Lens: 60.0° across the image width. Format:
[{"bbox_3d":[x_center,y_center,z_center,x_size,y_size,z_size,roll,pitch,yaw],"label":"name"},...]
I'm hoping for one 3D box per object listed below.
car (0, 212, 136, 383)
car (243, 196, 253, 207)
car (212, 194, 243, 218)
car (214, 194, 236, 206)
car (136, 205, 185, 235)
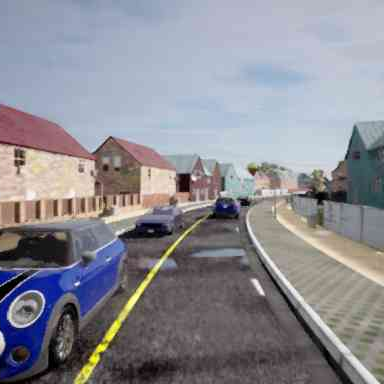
[{"bbox_3d":[-2.581,1.324,5.737,2.097,1.767,4.553,0,0,3],"label":"car"},{"bbox_3d":[6.863,1.159,43.836,1.994,1.385,4.181,0,1,16],"label":"car"},{"bbox_3d":[2.929,1.133,27.769,2.097,1.767,4.553,0,1,10],"label":"car"},{"bbox_3d":[4.783,1.040,47.078,2.128,1.511,4.902,0,1,18],"label":"car"},{"bbox_3d":[-1.570,1.429,18.254,2.033,1.411,5.357,0,1,8],"label":"car"}]
